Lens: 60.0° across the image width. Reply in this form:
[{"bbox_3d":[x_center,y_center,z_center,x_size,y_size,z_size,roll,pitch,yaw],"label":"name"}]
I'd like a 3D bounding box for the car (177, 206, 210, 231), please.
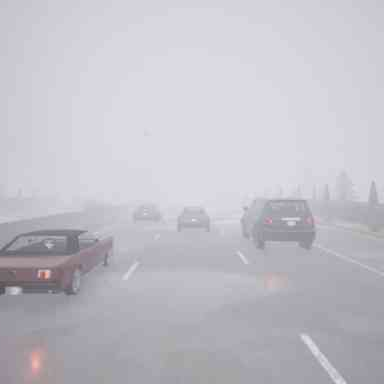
[{"bbox_3d":[0.102,1.584,20.942,1.994,1.385,4.181,0,0,0],"label":"car"}]

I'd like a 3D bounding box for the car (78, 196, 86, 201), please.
[{"bbox_3d":[-14.357,1.575,47.795,1.882,1.535,5.008,0,-1,-4],"label":"car"}]

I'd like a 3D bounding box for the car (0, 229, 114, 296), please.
[{"bbox_3d":[-3.400,1.605,8.601,1.895,1.301,4.718,0,0,0],"label":"car"}]

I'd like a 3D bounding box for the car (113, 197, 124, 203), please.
[{"bbox_3d":[-17.016,1.801,76.573,1.895,1.301,4.718,0,0,-21],"label":"car"}]

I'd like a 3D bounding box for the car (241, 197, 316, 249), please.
[{"bbox_3d":[3.601,1.232,14.751,2.150,2.045,5.566,0,0,0],"label":"car"}]

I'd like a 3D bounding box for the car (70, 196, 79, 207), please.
[{"bbox_3d":[-18.543,1.485,54.798,2.097,1.767,4.553,0,0,-7],"label":"car"}]

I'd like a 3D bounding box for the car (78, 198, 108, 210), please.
[{"bbox_3d":[-10.622,1.623,36.808,1.994,1.385,4.181,0,0,0],"label":"car"}]

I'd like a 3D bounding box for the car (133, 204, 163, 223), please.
[{"bbox_3d":[-3.398,1.595,26.120,1.994,1.385,4.181,0,0,0],"label":"car"}]
